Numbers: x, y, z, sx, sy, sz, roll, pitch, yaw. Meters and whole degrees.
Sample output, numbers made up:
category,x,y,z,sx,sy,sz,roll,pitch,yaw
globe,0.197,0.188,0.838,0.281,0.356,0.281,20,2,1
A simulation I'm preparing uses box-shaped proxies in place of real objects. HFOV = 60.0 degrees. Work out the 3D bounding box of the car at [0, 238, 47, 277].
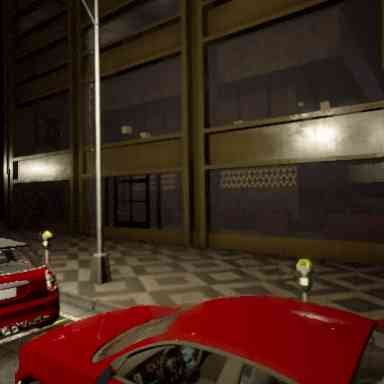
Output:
category,x,y,z,sx,sy,sz,roll,pitch,yaw
car,-4.211,1.491,5.866,4.097,1.590,1.967,-1,-1,36

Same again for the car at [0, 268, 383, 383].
category,x,y,z,sx,sy,sz,roll,pitch,yaw
car,0.367,1.553,2.597,4.507,1.381,1.887,-1,-1,36
